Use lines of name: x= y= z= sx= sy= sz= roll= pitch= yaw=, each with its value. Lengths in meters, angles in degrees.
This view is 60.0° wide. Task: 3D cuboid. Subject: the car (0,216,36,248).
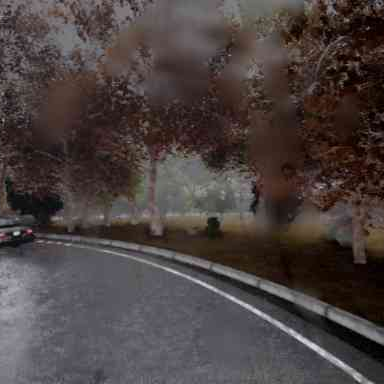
car: x=-8.993 y=1.666 z=13.840 sx=5.357 sy=1.411 sz=2.033 roll=-1 pitch=1 yaw=26
